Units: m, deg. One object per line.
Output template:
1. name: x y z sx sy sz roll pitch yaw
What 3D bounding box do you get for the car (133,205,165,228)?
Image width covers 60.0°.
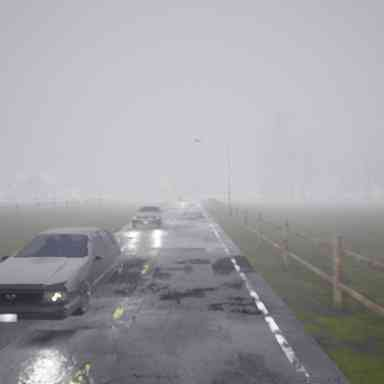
1. car: -2.844 1.598 22.692 1.812 1.442 4.674 0 0 0

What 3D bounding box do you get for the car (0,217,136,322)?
1. car: -2.855 1.573 7.821 2.033 1.411 5.357 0 0 0

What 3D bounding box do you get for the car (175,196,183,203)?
1. car: -2.783 1.644 76.230 1.837 1.490 4.892 0 0 0

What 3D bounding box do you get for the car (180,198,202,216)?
1. car: 0.044 1.632 33.822 1.812 1.442 4.674 0 0 1

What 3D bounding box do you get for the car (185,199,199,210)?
1. car: 0.019 1.709 46.853 1.994 1.385 4.181 0 0 1
